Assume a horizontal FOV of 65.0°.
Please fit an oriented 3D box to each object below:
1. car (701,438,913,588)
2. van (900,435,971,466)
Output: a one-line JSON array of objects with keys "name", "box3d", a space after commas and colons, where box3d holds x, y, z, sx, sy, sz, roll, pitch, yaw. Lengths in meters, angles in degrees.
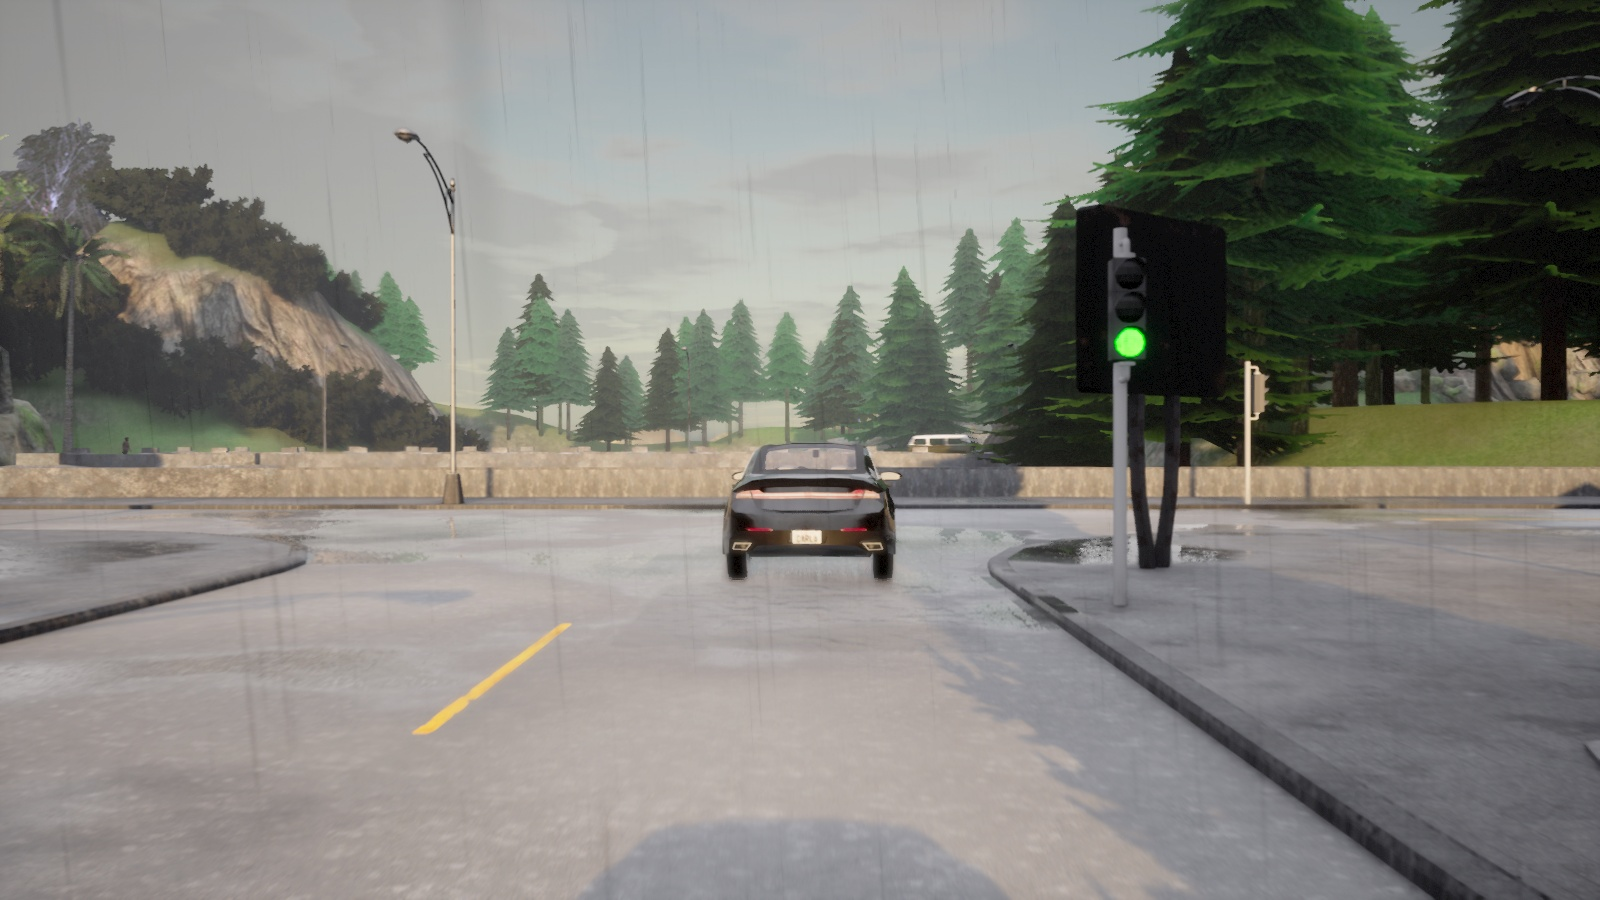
[{"name": "car", "box3d": [0.188, 0.617, 15.094, 2.128, 1.511, 4.902, 0, 0, 3]}, {"name": "van", "box3d": [8.978, 0.006, 83.564, 4.480, 2.038, 2.069, 0, 0, 0]}]
